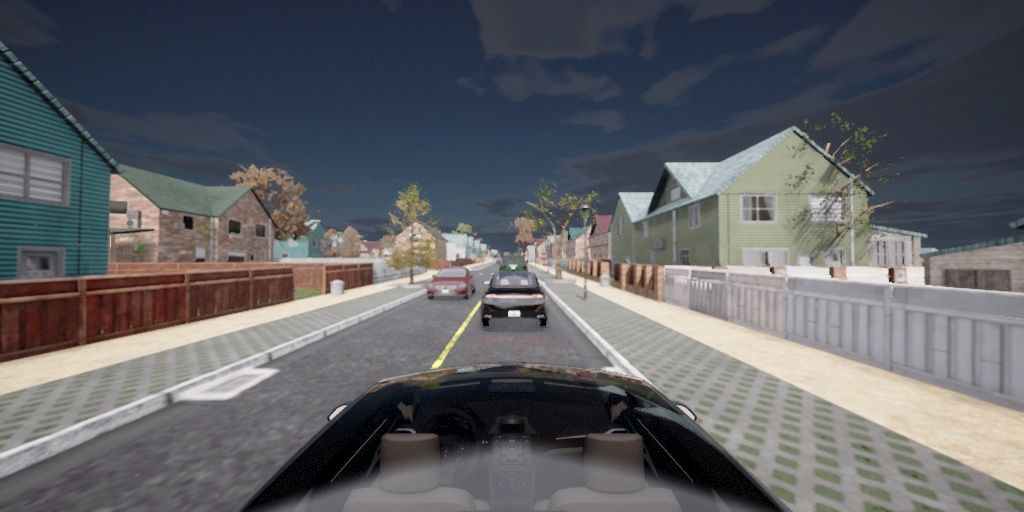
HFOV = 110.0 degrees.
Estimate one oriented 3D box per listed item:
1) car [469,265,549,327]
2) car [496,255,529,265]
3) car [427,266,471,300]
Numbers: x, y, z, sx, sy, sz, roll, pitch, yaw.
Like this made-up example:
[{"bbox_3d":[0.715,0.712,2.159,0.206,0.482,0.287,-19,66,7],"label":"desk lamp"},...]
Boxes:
[{"bbox_3d":[0.078,1.223,11.385,2.128,1.511,4.902,0,0,1],"label":"car"},{"bbox_3d":[0.111,0.927,28.072,2.150,2.045,5.566,0,0,0],"label":"car"},{"bbox_3d":[-2.813,1.244,17.473,1.812,1.442,4.674,0,0,0],"label":"car"}]
